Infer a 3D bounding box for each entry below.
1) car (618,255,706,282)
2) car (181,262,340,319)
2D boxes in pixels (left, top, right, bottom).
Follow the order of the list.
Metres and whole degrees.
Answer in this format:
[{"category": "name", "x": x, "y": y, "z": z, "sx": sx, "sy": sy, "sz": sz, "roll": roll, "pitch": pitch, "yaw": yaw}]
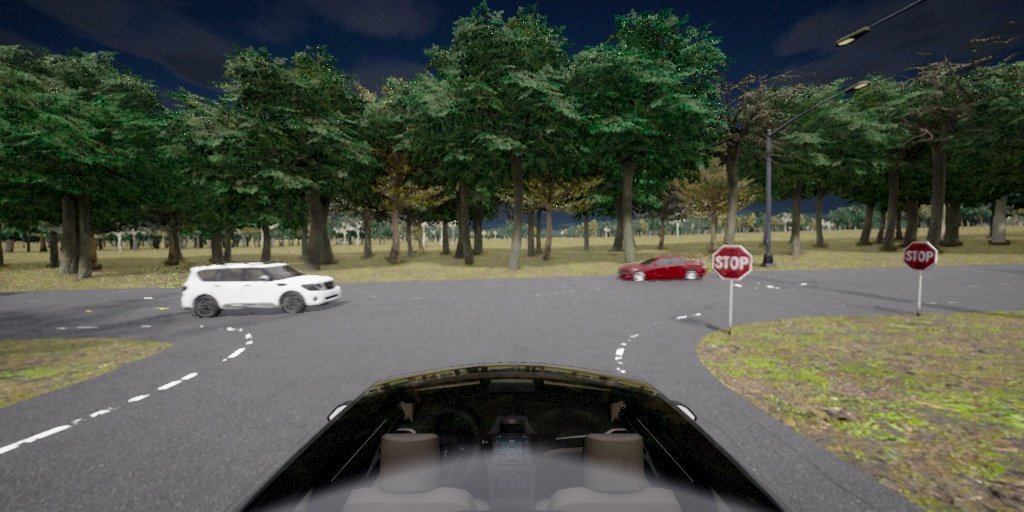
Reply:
[{"category": "car", "x": 9.028, "y": 0.755, "z": 21.824, "sx": 5.008, "sy": 1.535, "sz": 1.882, "roll": -2, "pitch": 3, "yaw": 0}, {"category": "car", "x": -10.137, "y": 1.293, "z": 14.647, "sx": 5.566, "sy": 2.045, "sz": 2.150, "roll": -2, "pitch": 2, "yaw": 0}]
